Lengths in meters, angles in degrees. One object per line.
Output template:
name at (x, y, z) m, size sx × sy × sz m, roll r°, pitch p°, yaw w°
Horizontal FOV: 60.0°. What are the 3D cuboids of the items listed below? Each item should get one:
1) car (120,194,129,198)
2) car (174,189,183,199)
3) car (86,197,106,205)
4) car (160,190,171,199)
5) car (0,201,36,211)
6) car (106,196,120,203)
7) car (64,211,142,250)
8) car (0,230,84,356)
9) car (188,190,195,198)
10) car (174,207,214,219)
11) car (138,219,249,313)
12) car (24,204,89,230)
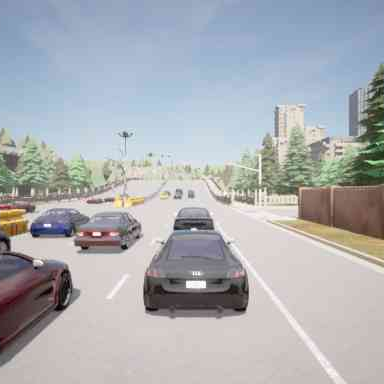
car at (-17.693, 1.125, 86.166) m, size 2.033 × 1.411 × 5.357 m, roll 0°, pitch 3°, yaw 0°
car at (-3.697, 0.903, 86.888) m, size 2.097 × 1.767 × 4.553 m, roll 0°, pitch 3°, yaw 0°
car at (-17.628, 1.600, 60.365) m, size 1.895 × 1.301 × 4.718 m, roll 0°, pitch 0°, yaw 0°
car at (-7.198, 1.024, 86.902) m, size 1.882 × 1.535 × 5.008 m, roll 0°, pitch 3°, yaw 0°
car at (-17.635, 1.601, 33.461) m, size 1.895 × 1.301 × 4.718 m, roll 0°, pitch 0°, yaw 0°
car at (-17.599, 1.591, 71.940) m, size 1.895 × 1.301 × 4.718 m, roll 0°, pitch 0°, yaw 0°
car at (-3.409, 1.547, 14.371) m, size 2.033 × 1.411 × 5.357 m, roll 0°, pitch 0°, yaw 0°
car at (-3.410, 1.564, 5.131) m, size 1.994 × 1.385 × 4.181 m, roll 0°, pitch 0°, yaw 0°
car at (-0.218, 0.839, 90.060) m, size 1.837 × 1.490 × 4.892 m, roll 0°, pitch 4°, yaw 0°
car at (0.084, 1.478, 16.730) m, size 1.882 × 1.535 × 5.008 m, roll 0°, pitch 0°, yaw 0°
car at (0.088, 1.564, 7.740) m, size 1.994 × 1.385 × 4.181 m, roll 0°, pitch 0°, yaw 1°
car at (-6.919, 1.564, 17.931) m, size 1.994 × 1.385 × 4.181 m, roll 0°, pitch 0°, yaw 0°
